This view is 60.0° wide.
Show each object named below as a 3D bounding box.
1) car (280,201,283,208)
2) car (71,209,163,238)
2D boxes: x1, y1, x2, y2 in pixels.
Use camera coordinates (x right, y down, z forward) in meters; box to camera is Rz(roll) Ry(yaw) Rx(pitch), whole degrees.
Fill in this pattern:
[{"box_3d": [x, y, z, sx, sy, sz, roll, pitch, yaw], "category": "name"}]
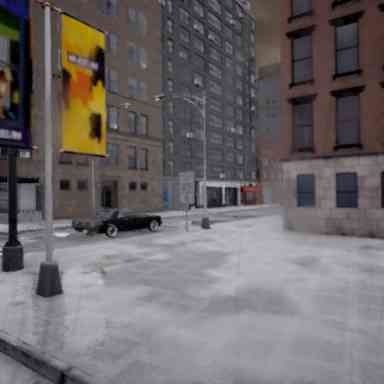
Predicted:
[{"box_3d": [14.238, 1.552, 47.368, 1.895, 1.301, 4.718, -1, -1, 36], "category": "car"}, {"box_3d": [-3.635, 1.519, 17.100, 1.895, 1.301, 4.718, -1, 0, 35], "category": "car"}]
